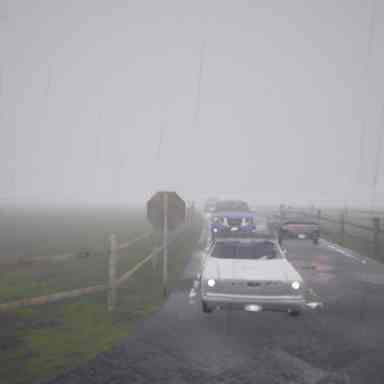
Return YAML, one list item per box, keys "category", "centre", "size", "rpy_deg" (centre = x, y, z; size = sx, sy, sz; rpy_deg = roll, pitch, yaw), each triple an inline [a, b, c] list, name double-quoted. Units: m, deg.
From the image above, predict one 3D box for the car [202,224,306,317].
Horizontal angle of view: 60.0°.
- category: "car"
  centre: [1.267, 1.703, 7.892]
  size: [1.895, 1.301, 4.718]
  rpy_deg: [0, -1, 6]

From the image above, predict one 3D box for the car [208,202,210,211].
- category: "car"
  centre: [2.807, 1.926, 30.771]
  size: [2.033, 1.411, 5.357]
  rpy_deg: [0, -1, 2]

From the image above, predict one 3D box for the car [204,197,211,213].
- category: "car"
  centre: [2.943, 1.768, 46.883]
  size: [2.150, 2.045, 5.566]
  rpy_deg: [0, -1, -2]

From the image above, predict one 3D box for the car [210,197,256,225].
- category: "car"
  centre: [2.214, 1.453, 18.525]
  size: [2.150, 2.045, 5.566]
  rpy_deg: [0, -1, 4]

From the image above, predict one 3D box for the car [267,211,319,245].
- category: "car"
  centre: [4.945, 1.715, 16.802]
  size: [2.128, 1.511, 4.902]
  rpy_deg: [0, -1, 5]
